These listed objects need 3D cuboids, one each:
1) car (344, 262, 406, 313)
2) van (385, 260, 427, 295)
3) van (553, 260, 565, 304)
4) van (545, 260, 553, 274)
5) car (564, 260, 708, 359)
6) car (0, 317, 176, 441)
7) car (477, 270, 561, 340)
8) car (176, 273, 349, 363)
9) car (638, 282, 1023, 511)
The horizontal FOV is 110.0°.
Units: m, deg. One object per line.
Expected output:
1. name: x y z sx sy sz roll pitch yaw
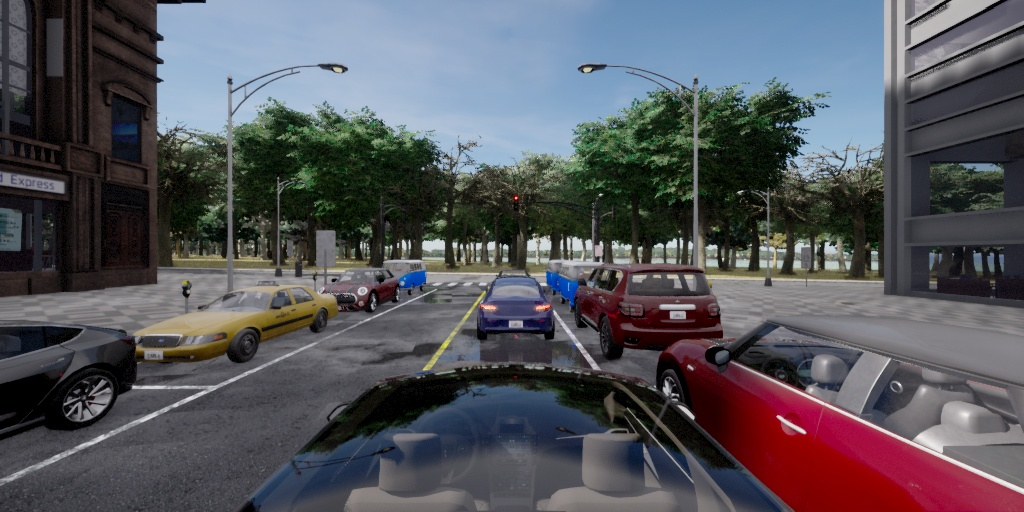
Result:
1. car: -5.767 1.190 13.787 1.967 1.591 4.097 0 0 0
2. van: -5.769 1.092 19.225 1.690 1.789 3.998 0 0 0
3. van: 2.758 1.091 13.790 1.690 1.789 3.998 0 0 0
4. van: 2.756 1.092 19.228 1.690 1.789 3.998 0 0 0
5. car: 2.760 1.065 8.353 2.192 1.841 5.009 0 0 0
6. car: -5.763 1.316 2.912 1.948 1.339 4.313 0 0 0
7. car: 0.095 1.276 9.890 1.812 1.442 4.674 0 0 0
8. car: -5.765 1.275 8.180 1.751 1.417 4.829 0 0 0
9. car: 2.762 1.190 2.915 1.967 1.591 4.097 0 0 0
